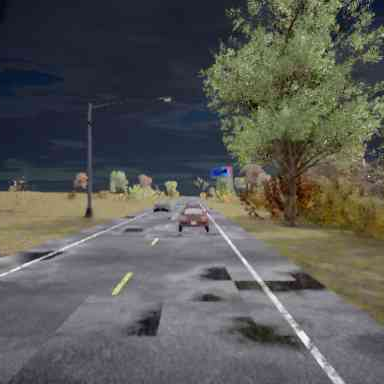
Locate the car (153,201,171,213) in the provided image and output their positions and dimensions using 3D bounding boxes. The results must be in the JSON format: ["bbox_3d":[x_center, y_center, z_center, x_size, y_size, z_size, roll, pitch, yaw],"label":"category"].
[{"bbox_3d":[-3.594,1.779,40.611,2.033,1.411,5.357,0,0,0],"label":"car"}]

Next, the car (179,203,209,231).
[{"bbox_3d":[0.101,1.648,21.600,1.812,1.442,4.674,0,0,0],"label":"car"}]

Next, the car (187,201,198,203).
[{"bbox_3d":[0.101,1.779,40.559,2.033,1.411,5.357,0,0,0],"label":"car"}]
